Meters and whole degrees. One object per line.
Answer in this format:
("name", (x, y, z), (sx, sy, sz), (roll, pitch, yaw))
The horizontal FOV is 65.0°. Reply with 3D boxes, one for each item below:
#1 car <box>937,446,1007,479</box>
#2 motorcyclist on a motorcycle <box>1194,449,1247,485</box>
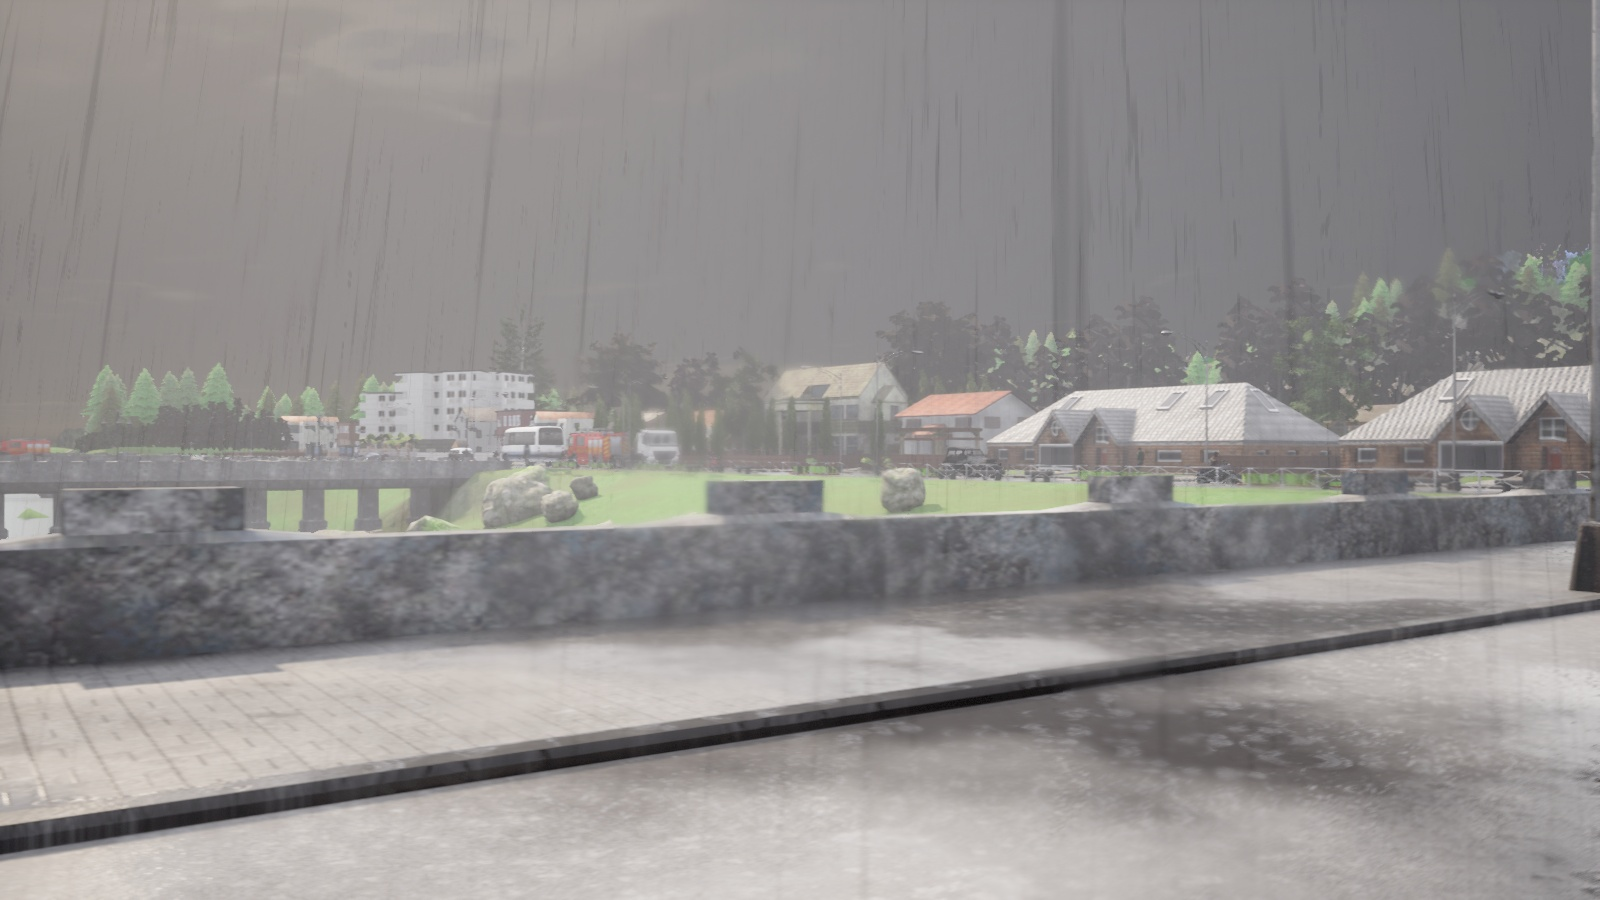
("car", (9.907, 0.697, 72.500), (1.905, 1.878, 3.866), (0, 0, -35))
("motorcyclist on a motorcycle", (19.595, 0.797, 58.583), (0.766, 1.649, 2.350), (0, 0, -35))
